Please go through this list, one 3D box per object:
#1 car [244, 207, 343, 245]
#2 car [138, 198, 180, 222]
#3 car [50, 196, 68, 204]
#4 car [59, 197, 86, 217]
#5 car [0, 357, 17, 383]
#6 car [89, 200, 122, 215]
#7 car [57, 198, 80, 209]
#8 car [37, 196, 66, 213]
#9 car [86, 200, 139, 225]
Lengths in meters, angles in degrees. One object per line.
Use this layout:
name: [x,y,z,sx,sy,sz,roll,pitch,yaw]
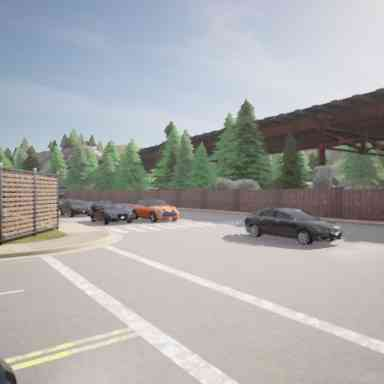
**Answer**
car: [4.569,1.506,15.659,1.837,1.490,4.892,0,0,-35]
car: [-2.897,1.351,26.147,2.097,1.767,4.553,0,0,-36]
car: [-25.356,1.476,63.282,1.882,1.535,5.008,0,0,-36]
car: [-10.966,1.504,31.290,1.837,1.490,4.892,0,0,-36]
car: [-3.317,1.526,1.374,4.674,1.442,1.812,0,0,-36]
car: [-9.064,1.563,34.630,1.994,1.385,4.181,0,0,-36]
car: [-16.905,1.563,45.424,1.994,1.385,4.181,0,0,-36]
car: [-16.366,1.351,38.704,2.097,1.767,4.553,0,0,-36]
car: [-5.925,1.563,24.361,1.994,1.385,4.181,0,0,-36]
